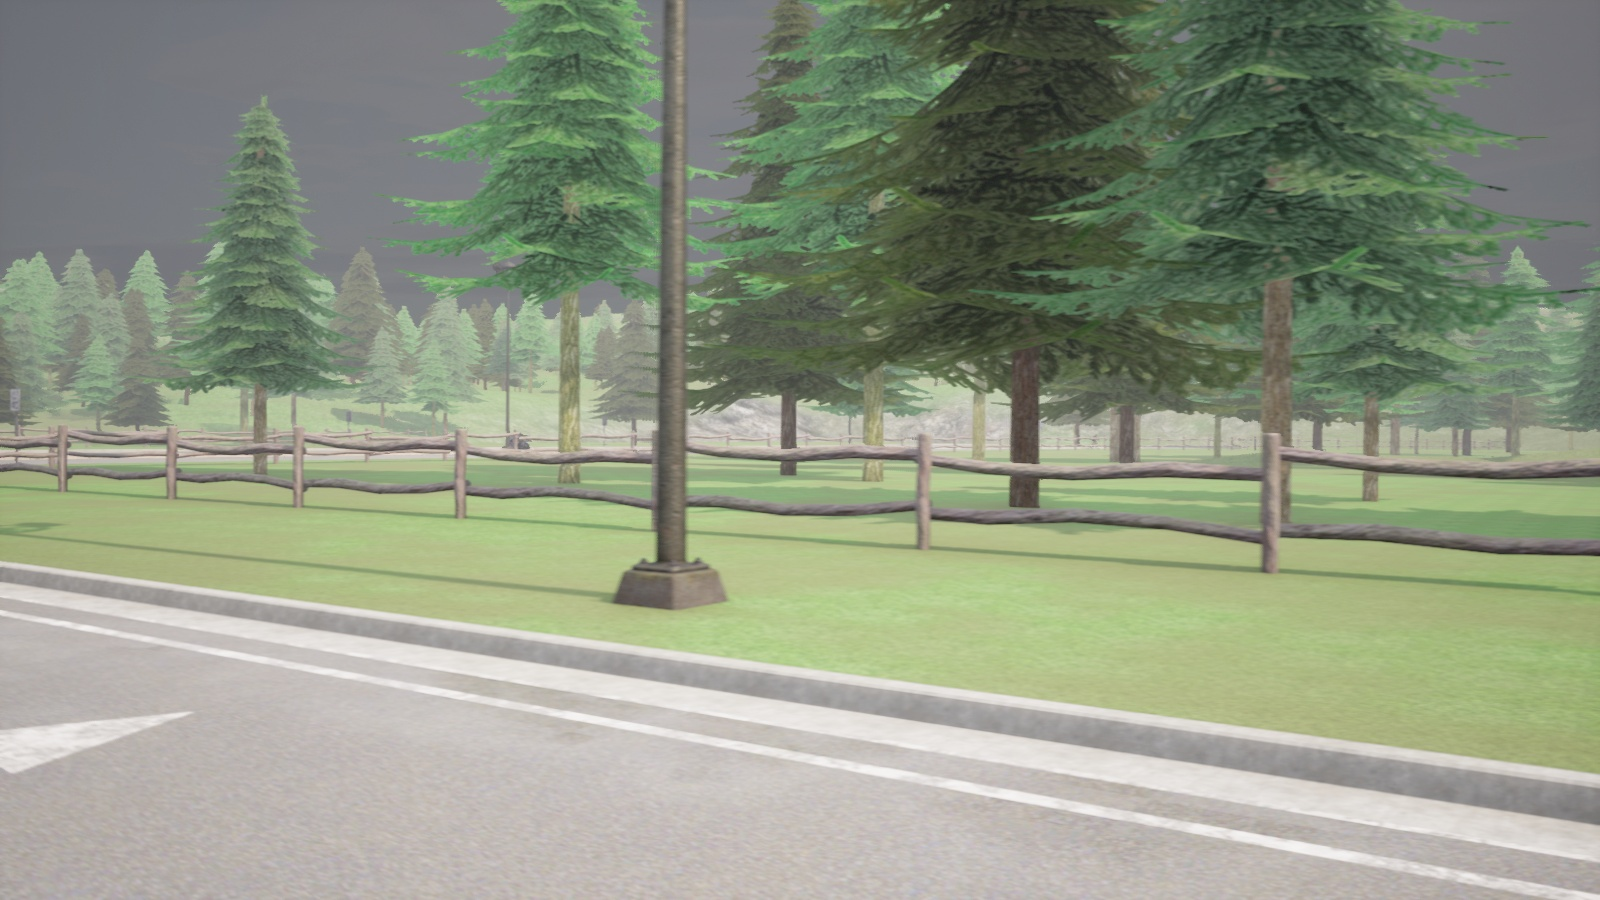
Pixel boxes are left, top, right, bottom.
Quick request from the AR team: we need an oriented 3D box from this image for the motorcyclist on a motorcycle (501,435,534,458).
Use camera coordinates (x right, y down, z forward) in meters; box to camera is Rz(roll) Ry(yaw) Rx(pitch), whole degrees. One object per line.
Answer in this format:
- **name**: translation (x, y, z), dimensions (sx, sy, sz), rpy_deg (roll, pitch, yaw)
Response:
- **motorcyclist on a motorcycle**: translation (-19.479, -0.238, 86.518), dimensions (0.866, 1.530, 2.191), rpy_deg (0, 1, 34)
